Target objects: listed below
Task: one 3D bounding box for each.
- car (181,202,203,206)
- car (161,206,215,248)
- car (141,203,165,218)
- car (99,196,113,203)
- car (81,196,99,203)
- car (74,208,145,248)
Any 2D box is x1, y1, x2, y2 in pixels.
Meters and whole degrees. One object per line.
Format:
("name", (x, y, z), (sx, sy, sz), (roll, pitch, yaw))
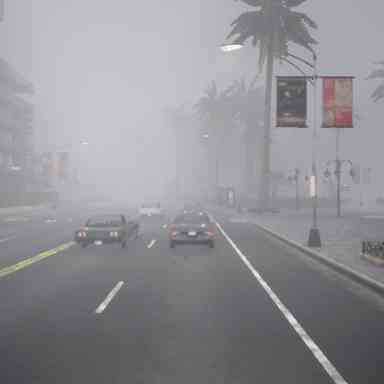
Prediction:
("car", (0.000, 1.570, 29.650), (1.994, 1.385, 4.181), (0, 0, 0))
("car", (0.000, 1.560, 14.650), (2.033, 1.411, 5.357), (0, 0, 0))
("car", (-3.500, 1.614, 29.680), (1.895, 1.301, 4.718), (0, 0, 0))
("car", (-18.196, 1.488, 69.414), (2.033, 1.411, 5.357), (0, 0, -32))
("car", (-21.012, 1.555, 67.332), (1.895, 1.301, 4.718), (0, 0, -32))
("car", (-3.500, 1.613, 14.680), (1.895, 1.301, 4.718), (0, 0, 0))
